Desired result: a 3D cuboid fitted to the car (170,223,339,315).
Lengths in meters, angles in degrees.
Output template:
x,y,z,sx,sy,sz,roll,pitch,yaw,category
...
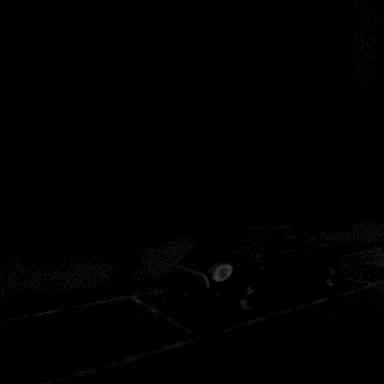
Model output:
x,y,z,sx,sy,sz,roll,pitch,yaw,category
1.497,1.494,7.601,4.097,1.590,1.967,1,0,-36,car
